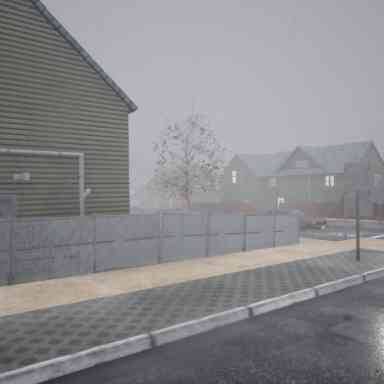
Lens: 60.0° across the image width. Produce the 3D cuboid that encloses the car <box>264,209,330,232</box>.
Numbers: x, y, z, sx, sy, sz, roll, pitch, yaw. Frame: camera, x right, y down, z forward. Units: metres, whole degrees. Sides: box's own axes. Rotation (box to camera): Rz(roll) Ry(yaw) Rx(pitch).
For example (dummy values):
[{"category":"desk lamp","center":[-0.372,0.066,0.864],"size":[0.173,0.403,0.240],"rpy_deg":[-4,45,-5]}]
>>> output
[{"category":"car","center":[6.586,1.877,22.791],"size":[2.033,1.411,5.357],"rpy_deg":[-1,-1,-36]}]

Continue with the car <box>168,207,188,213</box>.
[{"category":"car","center":[-1.278,2.212,33.742],"size":[1.994,1.385,4.181],"rpy_deg":[-1,-1,-36]}]

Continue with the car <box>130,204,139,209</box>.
[{"category":"car","center":[-9.898,2.532,50.788],"size":[1.882,1.535,5.008],"rpy_deg":[-1,-1,-35]}]
